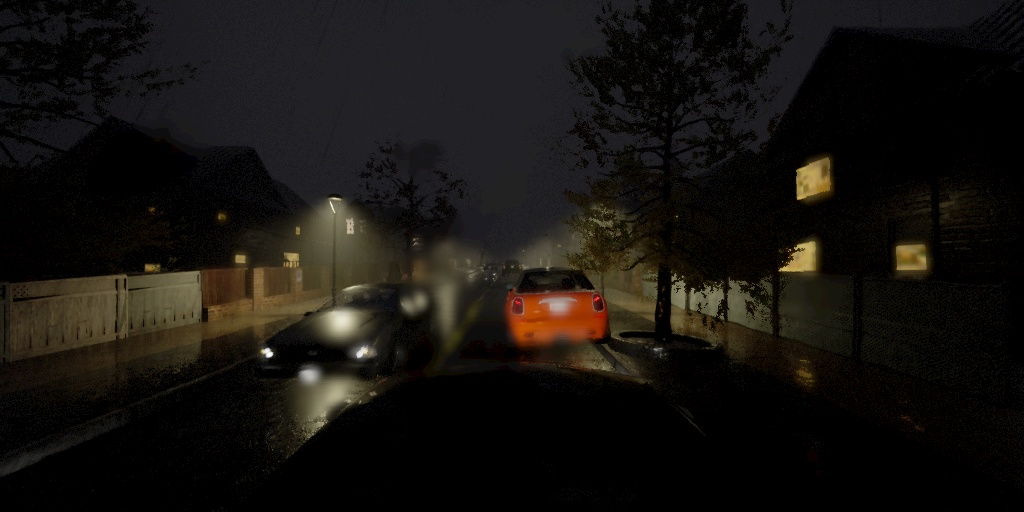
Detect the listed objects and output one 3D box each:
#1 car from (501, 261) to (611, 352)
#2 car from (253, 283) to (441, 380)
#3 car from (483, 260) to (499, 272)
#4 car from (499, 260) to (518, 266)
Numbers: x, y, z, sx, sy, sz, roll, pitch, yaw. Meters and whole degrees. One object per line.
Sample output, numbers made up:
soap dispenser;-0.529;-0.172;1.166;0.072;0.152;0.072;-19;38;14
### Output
car;0.917;1.059;9.121;2.097;1.767;4.553;-3;-1;0
car;-2.854;1.304;7.726;2.033;1.411;5.357;0;0;0
car;-2.895;1.334;49.289;2.128;1.511;4.902;0;0;0
car;0.043;1.163;37.951;2.097;1.767;4.553;0;0;0
